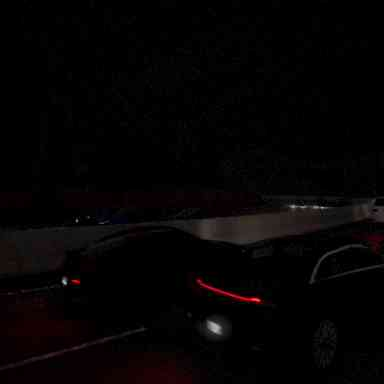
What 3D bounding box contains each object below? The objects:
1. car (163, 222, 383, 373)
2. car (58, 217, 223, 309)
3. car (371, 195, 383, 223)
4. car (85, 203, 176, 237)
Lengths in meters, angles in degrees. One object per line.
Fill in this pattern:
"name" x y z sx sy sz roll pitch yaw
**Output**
"car" 2.190 1.497 5.700 4.902 1.511 2.128 0 0 -38
"car" -0.660 1.541 7.881 4.674 1.442 1.812 0 0 -38
"car" 12.794 1.228 20.599 2.150 2.045 5.566 0 0 41
"car" -3.468 1.518 19.450 5.008 1.535 1.882 0 0 -42
